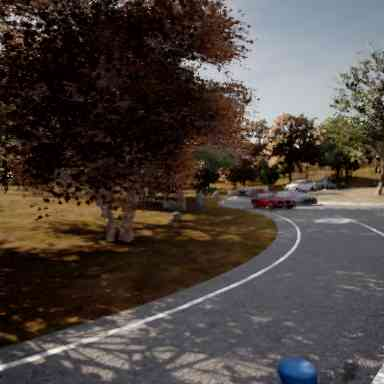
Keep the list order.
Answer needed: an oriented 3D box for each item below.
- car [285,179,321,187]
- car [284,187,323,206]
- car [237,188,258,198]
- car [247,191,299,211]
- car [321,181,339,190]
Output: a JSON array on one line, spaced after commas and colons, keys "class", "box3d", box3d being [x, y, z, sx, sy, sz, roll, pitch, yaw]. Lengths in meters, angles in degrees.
[{"class": "car", "box3d": [17.315, -0.894, 53.005, 5.566, 2.045, 2.150, -4, 2, -26]}, {"class": "car", "box3d": [9.285, 0.541, 31.172, 2.033, 1.411, 5.357, -3, 2, -20]}, {"class": "car", "box3d": [8.184, 0.087, 48.267, 1.994, 1.385, 4.181, -2, 2, 33]}, {"class": "car", "box3d": [6.698, 0.814, 28.036, 1.895, 1.301, 4.718, -3, 2, -13]}, {"class": "car", "box3d": [23.300, -1.091, 58.430, 4.902, 1.511, 2.128, -3, 2, -8]}]
